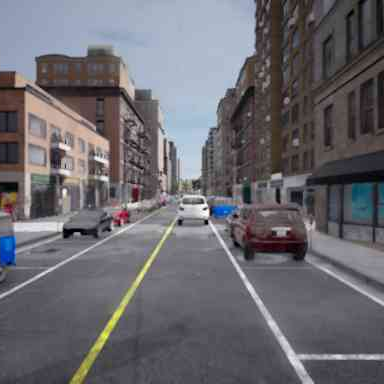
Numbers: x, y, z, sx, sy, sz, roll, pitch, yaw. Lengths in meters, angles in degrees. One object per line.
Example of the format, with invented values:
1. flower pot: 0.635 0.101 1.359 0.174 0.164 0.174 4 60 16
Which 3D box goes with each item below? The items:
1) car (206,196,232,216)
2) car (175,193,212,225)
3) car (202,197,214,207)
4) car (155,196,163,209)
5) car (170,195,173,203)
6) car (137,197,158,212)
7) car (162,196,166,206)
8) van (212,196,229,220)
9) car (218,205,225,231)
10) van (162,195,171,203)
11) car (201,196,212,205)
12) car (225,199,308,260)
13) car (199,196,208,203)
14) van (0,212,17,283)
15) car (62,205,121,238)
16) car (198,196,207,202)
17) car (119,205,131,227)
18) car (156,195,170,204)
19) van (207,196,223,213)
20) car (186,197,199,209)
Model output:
1. car: 2.677 1.388 34.064 2.192 1.841 5.009 0 0 0
2. car: 0.097 1.275 24.791 2.150 2.045 5.566 0 0 0
3. car: 2.652 1.643 55.858 1.752 1.417 4.829 0 0 0
4. car: -5.408 1.646 44.872 2.008 1.369 4.403 0 0 0
5. car: -5.407 1.723 66.497 1.802 1.307 4.206 0 0 0
6. car: -5.408 1.609 39.297 1.752 1.417 4.829 0 0 0
7. car: -5.408 1.673 50.278 1.947 1.339 4.313 0 0 0
8. van: 2.683 1.403 28.657 1.690 1.788 3.998 0 0 0
9. car: 2.696 1.589 17.844 2.008 1.369 4.403 0 0 0
10. van: -5.407 1.493 71.904 1.690 1.788 3.998 0 0 0
11. car: 2.646 1.569 61.094 1.967 1.590 4.097 0 0 0
12. car: 2.702 1.342 12.438 2.192 1.841 5.009 0 0 0
13. car: 2.627 1.689 77.482 1.752 1.417 4.829 0 0 0
14. van: -5.410 1.357 7.029 1.690 1.788 3.998 0 0 0
15. car: -5.409 1.605 17.841 1.947 1.339 4.313 0 0 0
16. car: 2.621 1.725 82.719 2.008 1.369 4.403 0 0 0
17. car: -5.409 1.595 23.247 1.887 1.381 4.507 0 0 0
18. car: -5.408 1.433 55.685 2.192 1.841 5.009 0 0 0
19. van: 2.671 1.425 39.470 1.690 1.788 3.998 0 0 0
20. car: 0.080 1.579 47.737 1.882 1.535 5.008 0 0 0
